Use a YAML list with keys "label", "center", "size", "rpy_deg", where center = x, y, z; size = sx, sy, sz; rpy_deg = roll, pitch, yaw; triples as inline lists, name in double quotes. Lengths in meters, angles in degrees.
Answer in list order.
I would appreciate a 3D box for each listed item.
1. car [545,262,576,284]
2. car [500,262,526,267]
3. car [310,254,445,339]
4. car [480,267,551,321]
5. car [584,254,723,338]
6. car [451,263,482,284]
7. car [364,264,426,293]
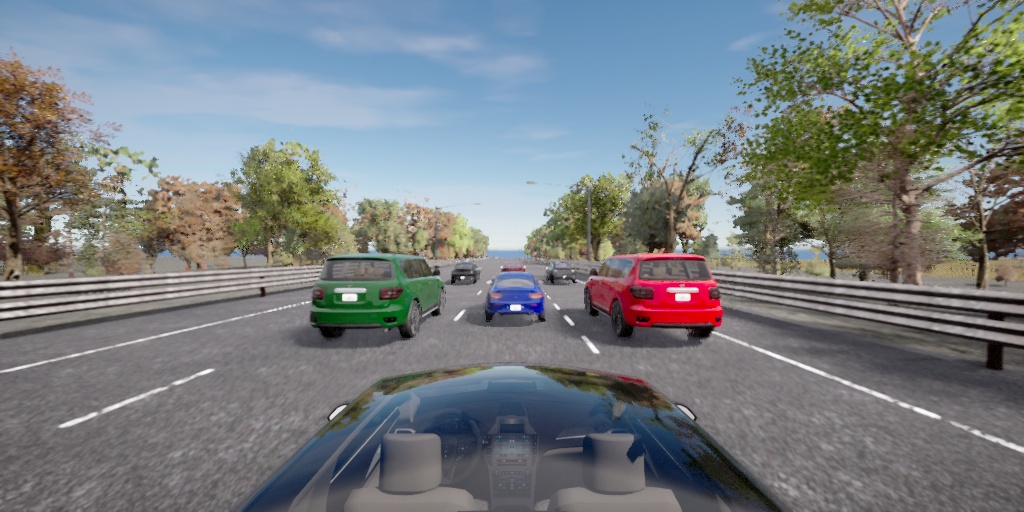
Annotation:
- label: "car"
  center: [3.601, 1.223, 27.005]
  size: [2.128, 1.511, 4.902]
  rpy_deg: [0, 0, 0]
- label: "car"
  center: [0.101, 1.210, 28.549]
  size: [1.882, 1.535, 5.008]
  rpy_deg: [0, 0, 0]
- label: "car"
  center: [-3.398, 0.961, 10.195]
  size: [2.150, 2.045, 5.566]
  rpy_deg: [0, 0, 0]
- label: "car"
  center: [0.100, 1.263, 12.225]
  size: [1.812, 1.442, 4.674]
  rpy_deg: [0, 0, 0]
- label: "car"
  center: [3.602, 0.960, 10.243]
  size: [2.150, 2.045, 5.566]
  rpy_deg: [0, 0, 0]
- label: "car"
  center: [-3.401, 1.237, 27.106]
  size: [1.837, 1.490, 4.892]
  rpy_deg: [0, 0, 0]
- label: "car"
  center: [-6.898, 1.280, 21.930]
  size: [2.033, 1.411, 5.357]
  rpy_deg: [0, 0, 0]
